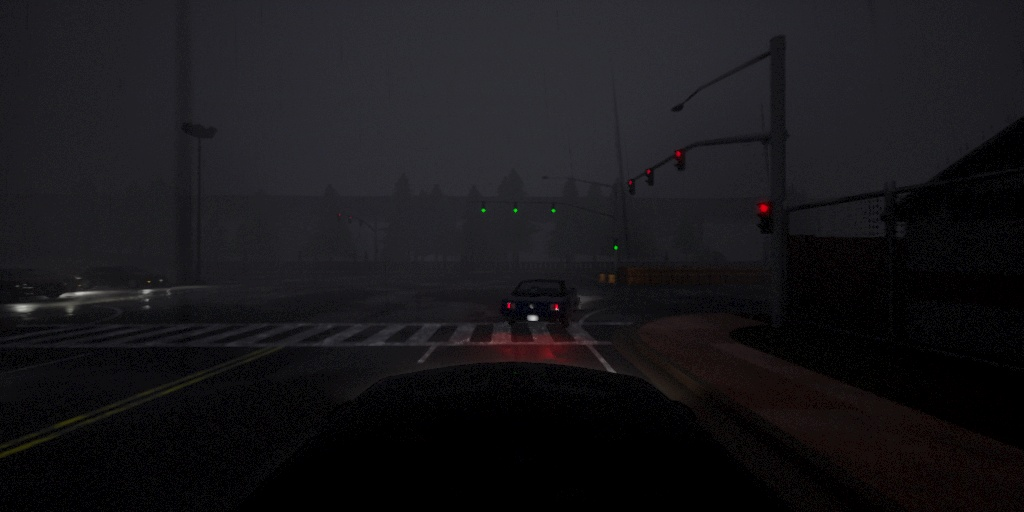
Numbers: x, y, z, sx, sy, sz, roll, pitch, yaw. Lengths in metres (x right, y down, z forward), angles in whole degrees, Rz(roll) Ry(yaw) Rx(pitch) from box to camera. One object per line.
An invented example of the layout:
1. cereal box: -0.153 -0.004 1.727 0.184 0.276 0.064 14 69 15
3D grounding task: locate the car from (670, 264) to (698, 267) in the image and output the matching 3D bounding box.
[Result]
1. car: 16.691 1.470 35.638 4.674 1.442 1.812 0 0 -2

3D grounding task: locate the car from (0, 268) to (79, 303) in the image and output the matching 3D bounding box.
1. car: -24.059 1.304 16.736 5.008 1.535 1.882 0 0 -2

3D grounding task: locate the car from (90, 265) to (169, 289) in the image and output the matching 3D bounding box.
1. car: -25.673 1.365 23.694 4.892 1.490 1.837 0 0 -2

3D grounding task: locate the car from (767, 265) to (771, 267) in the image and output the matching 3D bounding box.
1. car: 26.735 1.474 35.943 4.674 1.442 1.812 0 0 -2

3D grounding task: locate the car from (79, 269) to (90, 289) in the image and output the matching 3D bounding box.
1. car: -27.176 1.402 20.149 4.181 1.385 1.994 0 0 -2

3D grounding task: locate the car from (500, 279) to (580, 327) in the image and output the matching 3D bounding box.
1. car: 1.132 1.408 11.878 1.895 1.301 4.718 0 0 15
